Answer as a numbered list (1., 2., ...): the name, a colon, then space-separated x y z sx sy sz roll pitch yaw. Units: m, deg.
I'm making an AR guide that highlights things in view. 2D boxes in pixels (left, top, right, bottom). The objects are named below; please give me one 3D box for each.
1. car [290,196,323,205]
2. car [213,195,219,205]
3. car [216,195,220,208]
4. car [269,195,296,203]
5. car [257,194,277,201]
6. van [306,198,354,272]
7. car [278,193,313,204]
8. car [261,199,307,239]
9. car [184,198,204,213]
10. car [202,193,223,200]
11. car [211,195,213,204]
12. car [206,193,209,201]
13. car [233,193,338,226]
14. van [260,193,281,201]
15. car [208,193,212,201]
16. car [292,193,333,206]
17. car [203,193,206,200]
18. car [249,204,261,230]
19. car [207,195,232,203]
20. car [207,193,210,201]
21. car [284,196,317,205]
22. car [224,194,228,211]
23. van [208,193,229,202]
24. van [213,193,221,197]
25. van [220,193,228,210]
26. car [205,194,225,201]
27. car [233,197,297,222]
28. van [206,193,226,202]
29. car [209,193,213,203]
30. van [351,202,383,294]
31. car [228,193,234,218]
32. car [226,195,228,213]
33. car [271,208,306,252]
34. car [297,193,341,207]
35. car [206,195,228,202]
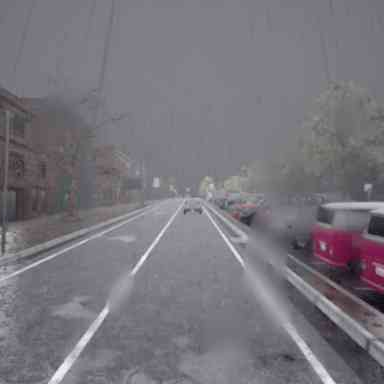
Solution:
1. car: 18.642 1.442 54.437 4.674 1.452 2.002 0 0 0
2. car: 5.564 1.452 42.864 4.792 1.488 2.163 0 0 0
3. car: 5.602 1.434 37.257 5.008 1.535 2.097 0 0 0
4. car: 18.606 1.406 68.237 5.008 1.535 2.097 0 0 0
5. car: 18.554 1.298 82.162 4.553 1.767 2.185 0 0 0
6. van: 5.793 1.268 9.224 4.442 1.987 1.878 0 0 0
7. car: 18.603 1.147 59.884 5.566 2.045 2.435 0 0 0
8. car: 5.694 1.356 14.831 4.553 1.767 2.185 0 0 0
9. car: 0.061 1.563 36.079 1.895 1.301 4.718 0 0 0
10. car: 5.526 1.205 90.516 5.566 2.045 2.435 0 0 0
11. car: 5.609 1.440 48.470 4.792 1.488 2.163 0 0 0
12. car: 5.541 1.399 62.479 4.892 1.521 2.231 0 0 0
13. car: 5.620 1.218 20.437 5.566 2.045 2.435 0 0 0
14. van: 18.705 1.192 79.381 4.442 1.987 1.878 0 0 0
15. car: 5.561 1.399 54.073 5.008 1.535 2.097 0 0 0
16. car: 18.623 1.155 51.529 5.566 2.045 2.435 0 0 0
17. car: 5.567 1.149 65.287 5.566 2.045 2.435 0 0 0
18. car: 5.653 1.516 17.634 4.674 1.452 2.002 0 0 0
19. car: 5.526 1.403 68.090 5.008 1.535 2.097 0 0 0
20. car: 5.523 1.426 59.681 4.792 1.488 2.163 0 0 0
21. car: 18.633 1.400 57.098 5.008 1.535 2.097 0 0 0
22. car: 5.652 1.320 31.650 4.553 1.767 2.185 0 0 0
23. van: 5.642 1.181 70.894 4.442 1.987 1.878 0 0 0
24. van: 5.470 1.190 45.666 4.442 1.987 1.878 0 0 0
25. van: 5.498 1.214 34.453 4.442 1.987 1.878 0 0 0
26. car: 5.477 1.290 79.305 4.553 1.767 2.185 0 0 0
27. car: 5.604 1.332 26.044 4.553 1.767 2.185 0 0 0
28. van: 5.398 1.187 76.500 4.442 1.987 1.878 0 0 0
29. car: 5.758 1.401 51.274 5.366 1.575 1.946 0 0 0
30. van: 5.800 1.274 6.421 4.442 1.987 1.878 0 0 0
31. car: 5.613 1.212 23.240 5.566 2.045 2.435 0 0 0
32. car: 5.597 1.326 28.847 4.553 1.767 2.185 0 0 0
33. car: 5.663 1.489 12.028 4.892 1.521 2.231 0 0 0
34. car: 18.630 1.160 48.867 5.566 2.045 2.435 0 0 0
35. car: 5.513 1.411 73.696 4.892 1.521 2.231 0 0 0
